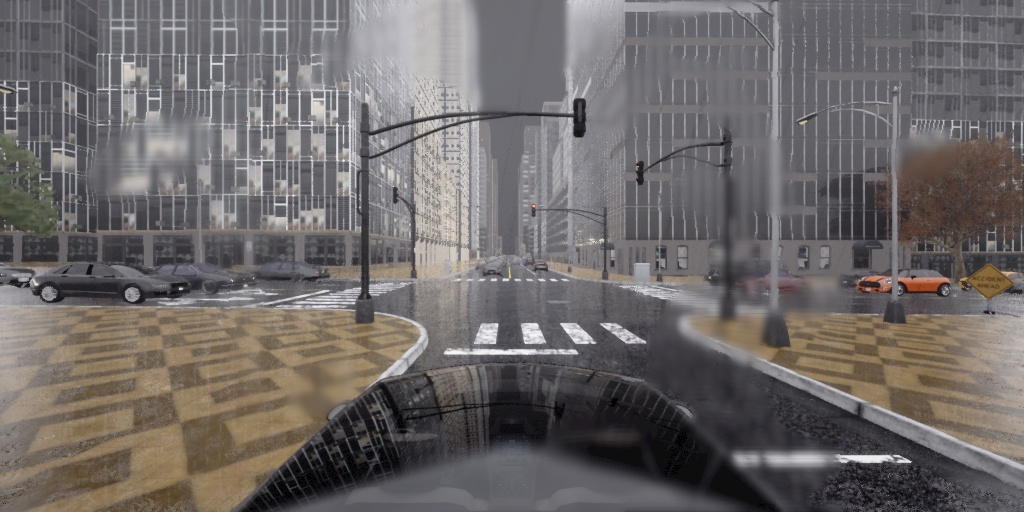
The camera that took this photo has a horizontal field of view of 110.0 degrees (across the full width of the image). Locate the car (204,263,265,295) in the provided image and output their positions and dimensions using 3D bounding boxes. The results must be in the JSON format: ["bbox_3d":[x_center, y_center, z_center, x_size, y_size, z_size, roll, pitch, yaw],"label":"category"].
[{"bbox_3d":[-15.438,1.040,17.272,5.357,1.411,2.033,1,0,0],"label":"car"}]

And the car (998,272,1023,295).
[{"bbox_3d":[33.782,1.948,23.253,4.181,1.385,1.994,1,0,-2],"label":"car"}]

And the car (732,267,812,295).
[{"bbox_3d":[16.090,1.631,22.339,4.181,1.385,1.994,1,0,-3],"label":"car"}]

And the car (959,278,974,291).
[{"bbox_3d":[36.321,1.906,26.640,5.008,1.535,1.882,1,0,-3],"label":"car"}]

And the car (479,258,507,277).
[{"bbox_3d":[-1.786,1.273,35.289,1.837,1.490,4.892,0,0,2],"label":"car"}]

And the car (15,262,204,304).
[{"bbox_3d":[-15.426,0.998,13.984,4.892,1.490,1.837,1,0,-3],"label":"car"}]

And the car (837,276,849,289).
[{"bbox_3d":[26.292,1.813,26.127,4.181,1.385,1.994,1,0,-3],"label":"car"}]

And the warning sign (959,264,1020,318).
[{"bbox_3d":[17.214,1.204,12.935,1.060,1.860,1.300,0,0,-3],"label":"warning sign"}]

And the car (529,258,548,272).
[{"bbox_3d":[3.670,1.329,46.659,1.948,1.339,4.313,0,0,-1],"label":"car"}]

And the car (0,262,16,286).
[{"bbox_3d":[-25.372,0.802,16.723,4.902,1.511,2.128,1,0,-3],"label":"car"}]

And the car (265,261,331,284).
[{"bbox_3d":[-14.946,1.048,23.676,5.357,1.411,2.033,1,0,2],"label":"car"}]

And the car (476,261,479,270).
[{"bbox_3d":[-4.315,1.342,52.105,1.802,1.307,4.207,0,0,-1],"label":"car"}]

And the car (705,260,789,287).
[{"bbox_3d":[16.903,1.303,25.635,5.566,2.045,2.150,1,0,-3],"label":"car"}]

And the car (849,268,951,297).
[{"bbox_3d":[24.784,1.575,22.790,4.553,1.767,2.097,1,0,-3],"label":"car"}]
